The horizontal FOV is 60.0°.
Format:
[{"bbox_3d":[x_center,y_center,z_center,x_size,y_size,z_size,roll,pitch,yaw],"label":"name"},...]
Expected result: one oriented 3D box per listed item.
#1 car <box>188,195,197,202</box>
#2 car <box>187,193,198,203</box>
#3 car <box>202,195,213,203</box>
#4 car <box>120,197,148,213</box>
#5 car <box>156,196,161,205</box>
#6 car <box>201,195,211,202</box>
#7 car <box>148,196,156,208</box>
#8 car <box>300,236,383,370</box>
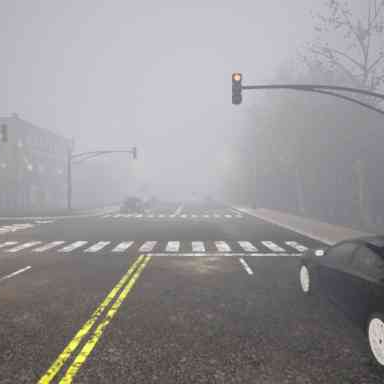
[{"bbox_3d":[0.034,1.509,79.270,2.033,1.411,5.357,0,0,0],"label":"car"},{"bbox_3d":[0.128,1.196,68.627,2.150,2.045,5.566,0,0,0],"label":"car"},{"bbox_3d":[3.382,1.480,68.959,1.837,1.490,4.892,0,0,0],"label":"car"},{"bbox_3d":[-6.584,1.341,37.056,2.097,1.767,4.553,0,0,0],"label":"car"},{"bbox_3d":[-6.556,1.485,58.216,1.837,1.490,4.892,0,0,0],"label":"car"},{"bbox_3d":[3.284,1.494,79.149,2.128,1.511,4.902,0,0,0],"label":"car"},{"bbox_3d":[-6.578,1.586,46.214,1.895,1.301,4.718,0,0,0],"label":"car"},{"bbox_3d":[3.345,1.477,5.634,1.882,1.535,5.008,0,0,1],"label":"car"}]
